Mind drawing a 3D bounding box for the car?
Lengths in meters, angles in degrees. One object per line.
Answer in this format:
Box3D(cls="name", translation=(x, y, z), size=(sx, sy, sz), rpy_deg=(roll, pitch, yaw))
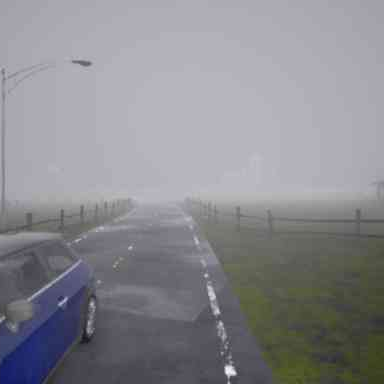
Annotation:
Box3D(cls="car", translation=(-2.500, 1.351, 3.353), size=(2.097, 1.767, 4.553), rpy_deg=(0, 0, -1))
